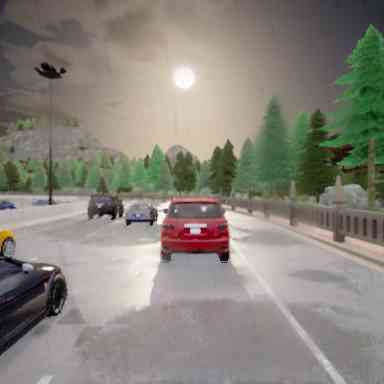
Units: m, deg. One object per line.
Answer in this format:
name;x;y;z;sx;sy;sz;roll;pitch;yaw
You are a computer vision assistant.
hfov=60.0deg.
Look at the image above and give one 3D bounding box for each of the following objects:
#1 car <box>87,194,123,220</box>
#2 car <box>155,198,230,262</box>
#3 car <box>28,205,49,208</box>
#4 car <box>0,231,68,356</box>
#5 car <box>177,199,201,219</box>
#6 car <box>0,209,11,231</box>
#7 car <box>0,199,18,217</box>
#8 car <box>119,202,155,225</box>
car;-7.192;1.196;28.003;2.150;2.045;5.566;0;0;-3
car;0.099;1.210;12.218;2.150;2.045;5.566;0;0;0
car;-14.911;1.462;33.353;2.128;1.511;4.902;0;0;-7
car;-3.402;1.560;4.781;1.994;1.385;4.181;0;0;0
car;-0.389;1.450;30.396;1.882;1.535;5.008;0;0;-5
car;-6.900;1.469;9.222;1.882;1.535;5.008;0;0;0
car;-18.142;1.450;30.731;1.882;1.535;5.008;0;0;-6
car;-3.481;1.526;23.515;2.033;1.411;5.357;0;0;-2
